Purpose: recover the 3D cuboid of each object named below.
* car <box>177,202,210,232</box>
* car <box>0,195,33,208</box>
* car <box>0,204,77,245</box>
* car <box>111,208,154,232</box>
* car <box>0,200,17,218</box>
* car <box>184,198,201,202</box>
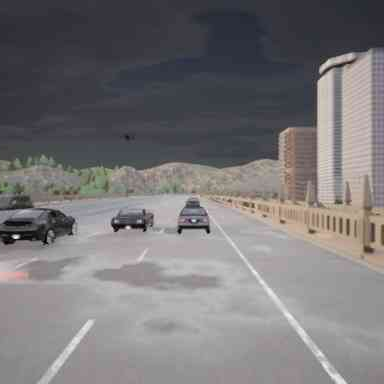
[{"bbox_3d":[0.100,1.551,19.892,2.033,1.411,5.357,0,0,0],"label":"car"},{"bbox_3d":[-14.084,1.229,25.174,2.150,2.045,5.566,0,0,0],"label":"car"},{"bbox_3d":[-6.900,1.505,15.464,1.837,1.490,4.892,0,0,0],"label":"car"},{"bbox_3d":[-3.399,1.604,19.964,1.895,1.301,4.718,0,0,0],"label":"car"},{"bbox_3d":[-17.579,1.491,29.145,1.882,1.535,5.008,0,0,0],"label":"car"},{"bbox_3d":[0.100,1.532,42.666,1.837,1.490,4.892,0,0,0],"label":"car"}]
